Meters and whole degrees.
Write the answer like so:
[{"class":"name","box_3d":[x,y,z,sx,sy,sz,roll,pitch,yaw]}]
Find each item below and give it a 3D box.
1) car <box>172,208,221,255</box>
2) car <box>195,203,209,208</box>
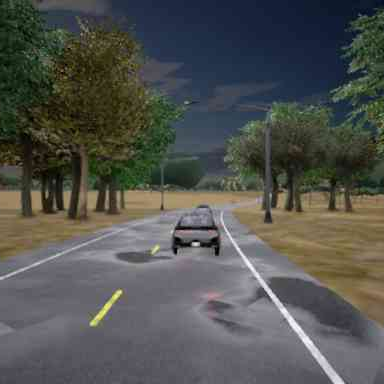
[{"class":"car","box_3d":[0.215,1.665,14.182,2.128,1.511,4.902,0,-1,2]},{"class":"car","box_3d":[0.901,1.976,28.805,2.033,1.411,5.357,0,-1,4]}]
